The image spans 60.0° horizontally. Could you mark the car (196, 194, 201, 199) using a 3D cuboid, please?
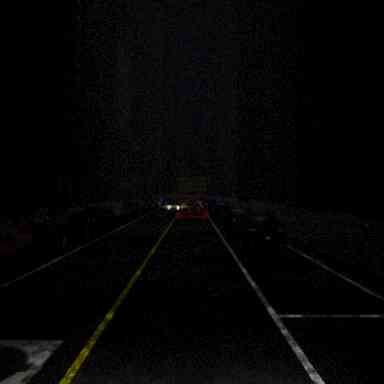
[{"bbox_3d":[2.751,1.414,76.373,2.192,1.841,5.009,0,0,0],"label":"car"}]

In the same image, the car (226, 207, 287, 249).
[{"bbox_3d":[2.760,1.554,14.374,1.887,1.381,4.507,0,0,0],"label":"car"}]

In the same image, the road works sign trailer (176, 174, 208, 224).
[{"bbox_3d":[-0.003,0.482,24.669,2.380,3.560,2.880,0,0,0],"label":"road works sign trailer"}]

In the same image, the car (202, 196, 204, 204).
[{"bbox_3d":[2.755,1.629,48.192,1.802,1.307,4.206,0,0,0],"label":"car"}]

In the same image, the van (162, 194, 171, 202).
[{"bbox_3d":[-5.774,1.440,76.357,1.690,1.788,3.998,0,0,0],"label":"van"}]

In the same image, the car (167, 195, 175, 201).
[{"bbox_3d":[-5.775,1.682,93.267,1.887,1.381,4.507,0,0,0],"label":"car"}]

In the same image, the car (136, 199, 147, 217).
[{"bbox_3d":[-5.768,1.590,31.265,1.947,1.339,4.313,0,0,0],"label":"car"}]

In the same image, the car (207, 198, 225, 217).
[{"bbox_3d":[2.757,1.575,31.283,2.008,1.369,4.403,0,0,0],"label":"car"}]

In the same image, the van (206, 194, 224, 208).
[{"bbox_3d":[2.756,1.372,36.920,1.690,1.788,3.998,0,0,0],"label":"van"}]

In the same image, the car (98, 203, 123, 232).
[{"bbox_3d":[-5.766,1.580,19.992,1.947,1.339,4.313,0,0,0],"label":"car"}]

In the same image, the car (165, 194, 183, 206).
[{"bbox_3d":[-3.067,1.540,57.157,1.882,1.535,5.008,0,0,0],"label":"car"}]

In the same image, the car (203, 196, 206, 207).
[{"bbox_3d":[2.756,1.590,42.556,2.008,1.369,4.403,0,0,0],"label":"car"}]

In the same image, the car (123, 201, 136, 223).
[{"bbox_3d":[-5.767,1.544,25.458,1.752,1.417,4.829,0,0,0],"label":"car"}]

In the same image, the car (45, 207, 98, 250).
[{"bbox_3d":[-5.765,1.554,14.356,1.887,1.381,4.507,0,0,0],"label":"car"}]

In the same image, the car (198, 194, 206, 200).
[{"bbox_3d":[2.753,1.621,65.101,1.887,1.381,4.507,0,0,0],"label":"car"}]

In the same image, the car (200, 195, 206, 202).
[{"bbox_3d":[2.754,1.607,53.828,2.008,1.369,4.403,0,0,0],"label":"car"}]

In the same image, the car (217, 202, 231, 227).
[{"bbox_3d":[2.759,1.558,20.011,1.887,1.381,4.507,0,0,0],"label":"car"}]

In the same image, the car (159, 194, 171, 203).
[{"bbox_3d":[-5.773,1.402,70.721,2.192,1.841,5.009,0,0,0],"label":"car"}]

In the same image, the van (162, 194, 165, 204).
[{"bbox_3d":[-5.771,1.398,53.812,1.690,1.788,3.998,0,0,0],"label":"van"}]

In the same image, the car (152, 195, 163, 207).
[{"bbox_3d":[-5.770,1.487,48.176,1.967,1.590,4.097,0,0,0],"label":"car"}]

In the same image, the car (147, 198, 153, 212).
[{"bbox_3d":[-5.768,1.613,36.902,1.802,1.307,4.206,0,0,0],"label":"car"}]

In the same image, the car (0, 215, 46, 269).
[{"bbox_3d":[-5.765,1.531,8.549,1.752,1.417,4.829,0,0,0],"label":"car"}]

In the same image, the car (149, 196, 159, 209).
[{"bbox_3d":[-5.769,1.605,42.539,1.947,1.339,4.313,0,0,0],"label":"car"}]
